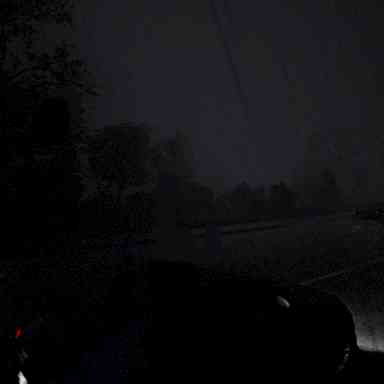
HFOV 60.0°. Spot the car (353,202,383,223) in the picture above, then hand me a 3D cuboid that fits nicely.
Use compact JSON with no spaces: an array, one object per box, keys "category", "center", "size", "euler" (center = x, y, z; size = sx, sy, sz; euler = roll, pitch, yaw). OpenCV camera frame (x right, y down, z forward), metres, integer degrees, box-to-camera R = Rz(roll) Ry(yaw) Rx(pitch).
[{"category":"car","center":[14.328,1.509,26.307],"size":[1.882,1.535,5.008],"euler":[0,0,43]}]

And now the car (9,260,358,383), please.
[{"category":"car","center":[0.166,1.572,4.041],"size":[4.181,1.385,1.994],"euler":[0,0,-36]}]
